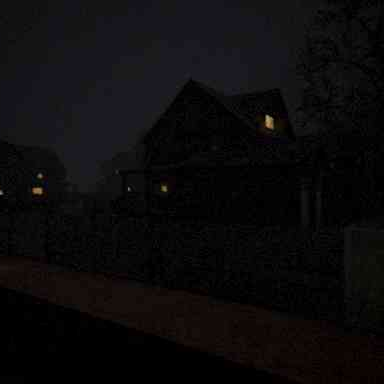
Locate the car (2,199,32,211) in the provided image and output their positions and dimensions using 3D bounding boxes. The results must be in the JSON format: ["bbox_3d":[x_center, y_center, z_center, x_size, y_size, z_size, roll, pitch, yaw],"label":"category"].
[{"bbox_3d":[-15.745,1.327,29.156,1.895,1.301,4.718,1,2,35],"label":"car"}]
